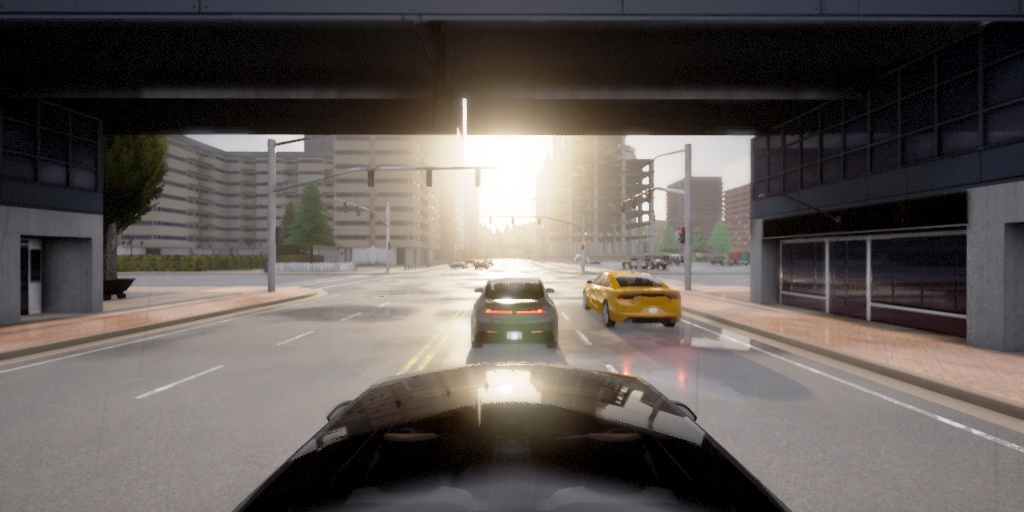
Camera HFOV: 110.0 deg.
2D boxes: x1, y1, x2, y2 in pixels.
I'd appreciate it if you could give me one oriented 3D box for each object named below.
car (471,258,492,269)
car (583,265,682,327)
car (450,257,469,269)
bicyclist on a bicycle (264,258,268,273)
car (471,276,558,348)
[{"bbox_3d":[-4.528,1.309,53.703,1.895,1.301,4.718,0,0,0],"label":"car"},{"bbox_3d":[3.575,1.220,11.533,1.882,1.535,5.008,0,0,0],"label":"car"},{"bbox_3d":[-8.027,1.272,53.890,1.994,1.385,4.181,0,0,0],"label":"car"},{"bbox_3d":[-26.006,1.021,38.419,0.582,1.620,1.656,0,0,0],"label":"bicyclist on a bicycle"},{"bbox_3d":[0.064,1.249,9.161,1.837,1.490,4.892,0,0,0],"label":"car"}]
